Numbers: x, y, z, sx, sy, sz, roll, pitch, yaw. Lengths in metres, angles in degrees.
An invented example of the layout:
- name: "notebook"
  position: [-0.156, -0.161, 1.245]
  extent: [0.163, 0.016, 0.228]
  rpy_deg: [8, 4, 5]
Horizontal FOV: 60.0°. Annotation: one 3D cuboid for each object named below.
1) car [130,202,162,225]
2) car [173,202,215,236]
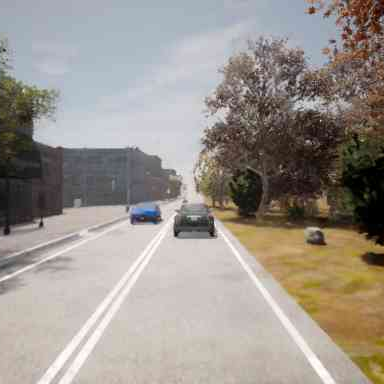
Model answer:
- name: "car"
  position: [-3.338, 1.504, 24.674]
  extent: [1.882, 1.535, 5.008]
  rpy_deg: [0, 0, 0]
- name: "car"
  position: [0.105, 1.357, 18.601]
  extent: [2.097, 1.767, 4.553]
  rpy_deg: [0, 0, 0]
